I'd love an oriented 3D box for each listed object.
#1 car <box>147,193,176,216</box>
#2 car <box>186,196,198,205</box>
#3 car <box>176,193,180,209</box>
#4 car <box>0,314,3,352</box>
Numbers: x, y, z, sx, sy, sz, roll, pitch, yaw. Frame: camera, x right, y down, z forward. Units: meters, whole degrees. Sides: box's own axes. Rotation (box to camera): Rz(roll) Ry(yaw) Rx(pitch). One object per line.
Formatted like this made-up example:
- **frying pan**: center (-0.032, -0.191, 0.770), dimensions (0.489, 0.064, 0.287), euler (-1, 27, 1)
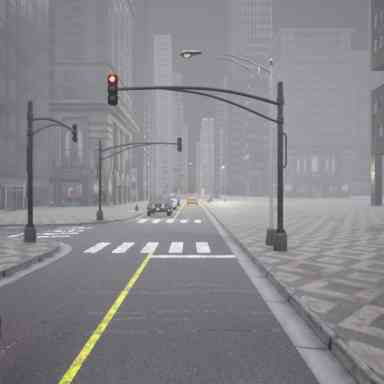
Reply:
- **car**: center (-3.082, 1.221, 32.918), dimensions (2.150, 2.045, 5.566), euler (0, 0, 0)
- **car**: center (0.024, 1.489, 57.595), dimensions (1.882, 1.535, 5.008), euler (0, 0, 0)
- **car**: center (-3.079, 1.224, 43.365), dimensions (2.150, 2.045, 5.566), euler (0, 0, 0)
- **car**: center (-3.014, 1.505, 1.694), dimensions (1.837, 1.490, 4.892), euler (0, 0, 1)
